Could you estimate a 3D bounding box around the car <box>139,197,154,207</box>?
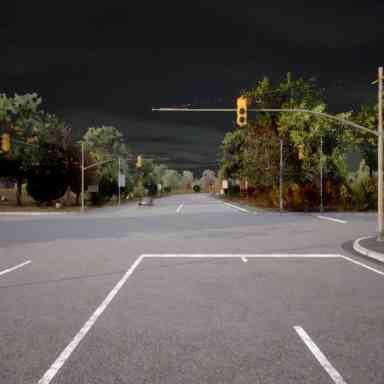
[{"bbox_3d":[-7.001,1.492,51.082,2.128,1.511,4.902,0,0,0],"label":"car"}]
